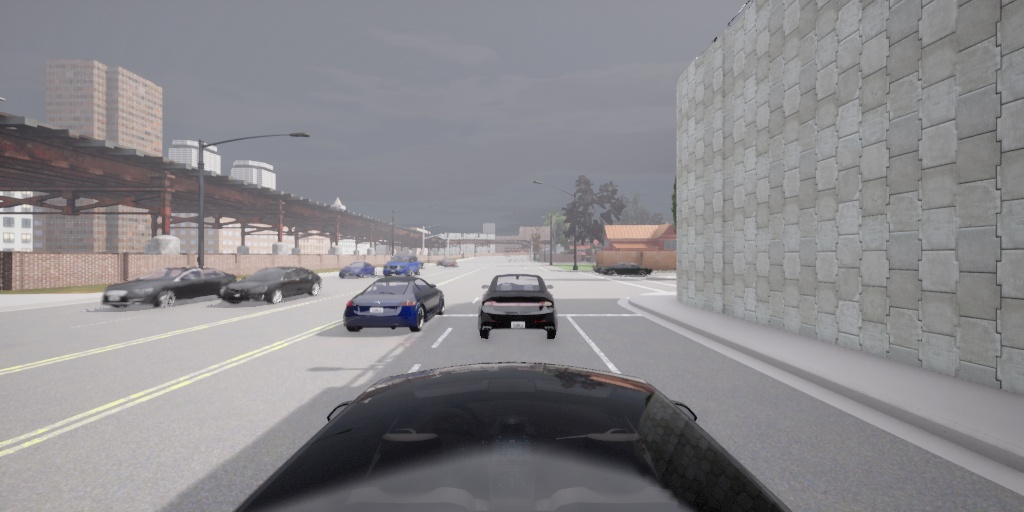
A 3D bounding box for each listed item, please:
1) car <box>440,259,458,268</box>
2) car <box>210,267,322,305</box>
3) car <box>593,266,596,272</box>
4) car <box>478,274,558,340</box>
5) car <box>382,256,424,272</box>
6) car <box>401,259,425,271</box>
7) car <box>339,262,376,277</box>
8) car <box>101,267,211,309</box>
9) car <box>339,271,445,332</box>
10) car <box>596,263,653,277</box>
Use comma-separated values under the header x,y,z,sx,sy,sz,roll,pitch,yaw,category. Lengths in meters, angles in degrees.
x,y,z,sx,sy,sz,roll,pitch,yaw,category
-10.109,1.275,59.068,1.812,1.442,4.674,0,0,0,car
-10.485,1.255,16.129,1.837,1.490,4.892,0,0,0,car
11.199,1.351,38.465,4.718,1.301,1.895,0,0,0,car
0.154,1.242,10.011,2.128,1.511,4.902,0,0,1,car
-10.338,0.971,33.972,2.150,2.045,5.566,0,0,0,car
-13.702,1.227,50.040,1.882,1.535,5.008,0,0,1,car
-13.851,1.275,32.486,1.812,1.442,4.674,0,0,0,car
-13.993,1.241,15.090,2.128,1.511,4.902,0,0,0,car
-3.337,1.314,10.904,1.994,1.385,4.181,0,0,1,car
11.049,1.351,34.965,4.718,1.301,1.895,0,0,0,car
